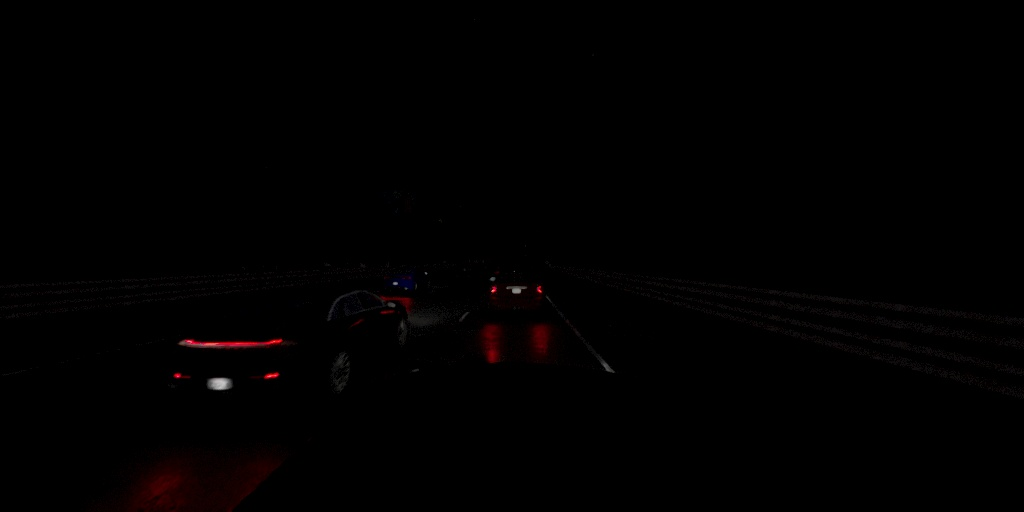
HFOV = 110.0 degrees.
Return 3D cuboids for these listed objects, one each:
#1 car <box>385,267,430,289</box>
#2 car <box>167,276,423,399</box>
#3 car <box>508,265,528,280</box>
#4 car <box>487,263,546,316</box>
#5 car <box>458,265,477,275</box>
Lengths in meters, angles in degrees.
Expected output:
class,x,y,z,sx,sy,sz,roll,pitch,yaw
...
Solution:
class,x,y,z,sx,sy,sz,roll,pitch,yaw
car,-6.705,1.496,23.235,1.882,1.535,5.008,0,-1,1
car,-3.382,1.302,6.591,2.128,1.511,4.902,0,-1,0
car,0.683,1.770,38.759,2.033,1.411,5.357,0,-1,2
car,0.183,1.264,14.445,2.097,1.767,4.553,0,-1,1
car,-6.027,1.875,48.957,2.033,1.411,5.357,0,-1,3
